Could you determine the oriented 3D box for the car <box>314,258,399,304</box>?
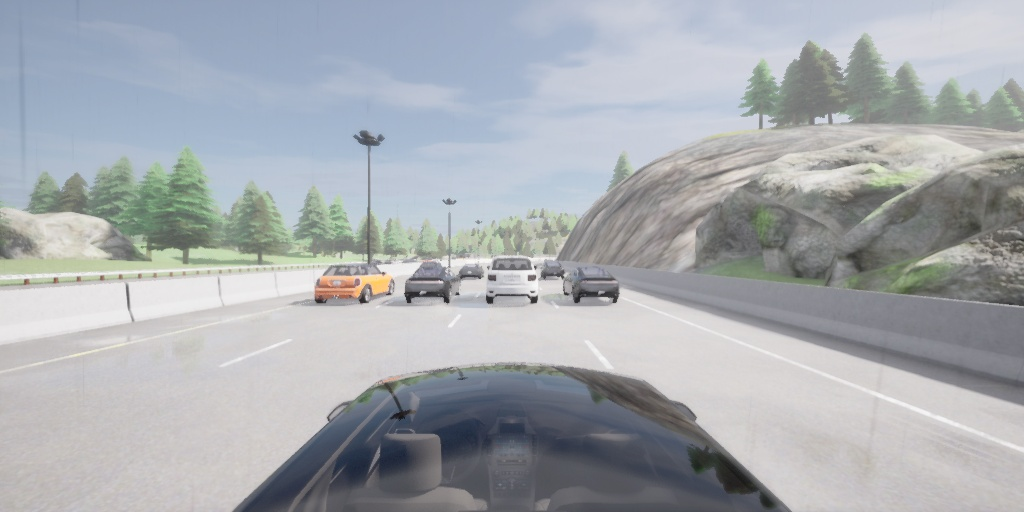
[{"bbox_3d":[-7.000,1.113,16.470,2.097,1.767,4.553,0,0,0],"label":"car"}]

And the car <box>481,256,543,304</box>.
[{"bbox_3d":[0.000,1.005,16.530,2.150,2.045,5.566,0,0,0],"label":"car"}]

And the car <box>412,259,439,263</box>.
[{"bbox_3d":[-7.000,1.264,31.500,1.837,1.490,4.892,0,0,0],"label":"car"}]

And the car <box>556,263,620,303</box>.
[{"bbox_3d":[3.500,1.242,16.500,2.128,1.511,4.902,0,0,0],"label":"car"}]

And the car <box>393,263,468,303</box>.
[{"bbox_3d":[-3.500,1.242,16.500,2.128,1.511,4.902,0,0,0],"label":"car"}]

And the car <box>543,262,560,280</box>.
[{"bbox_3d":[3.500,1.243,31.500,2.128,1.511,4.902,0,0,0],"label":"car"}]

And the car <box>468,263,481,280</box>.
[{"bbox_3d":[-3.500,1.320,31.500,1.994,1.385,4.181,0,0,0],"label":"car"}]
